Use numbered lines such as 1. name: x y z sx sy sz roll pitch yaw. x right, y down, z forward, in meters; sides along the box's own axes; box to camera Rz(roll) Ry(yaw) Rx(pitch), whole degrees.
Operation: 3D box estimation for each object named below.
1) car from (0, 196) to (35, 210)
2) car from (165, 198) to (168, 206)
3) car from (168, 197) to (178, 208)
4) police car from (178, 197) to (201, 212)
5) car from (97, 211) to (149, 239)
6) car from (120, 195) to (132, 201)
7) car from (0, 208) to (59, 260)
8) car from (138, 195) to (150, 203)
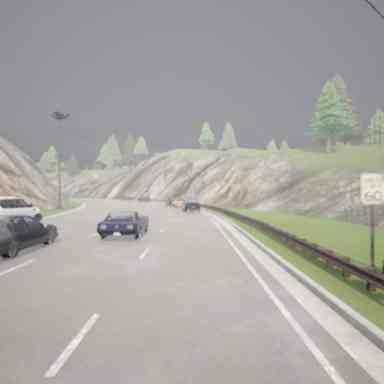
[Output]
1. car: -10.407 1.247 18.445 2.150 2.045 5.566 0 0 0
2. car: -3.293 1.575 55.423 1.837 1.490 4.892 0 0 -14
3. car: -1.935 1.517 49.646 1.801 1.575 5.366 0 0 -12
4. police car: -0.178 1.475 39.510 1.930 1.638 5.238 0 0 -8
5. car: -3.404 1.623 17.305 1.895 1.301 4.718 0 0 0
6. car: -17.471 1.545 87.866 1.994 1.385 4.181 0 0 -31
7. car: -6.899 1.564 12.508 2.033 1.411 5.357 0 0 0
8. car: -10.773 1.501 74.235 2.128 1.511 4.902 0 0 -25
